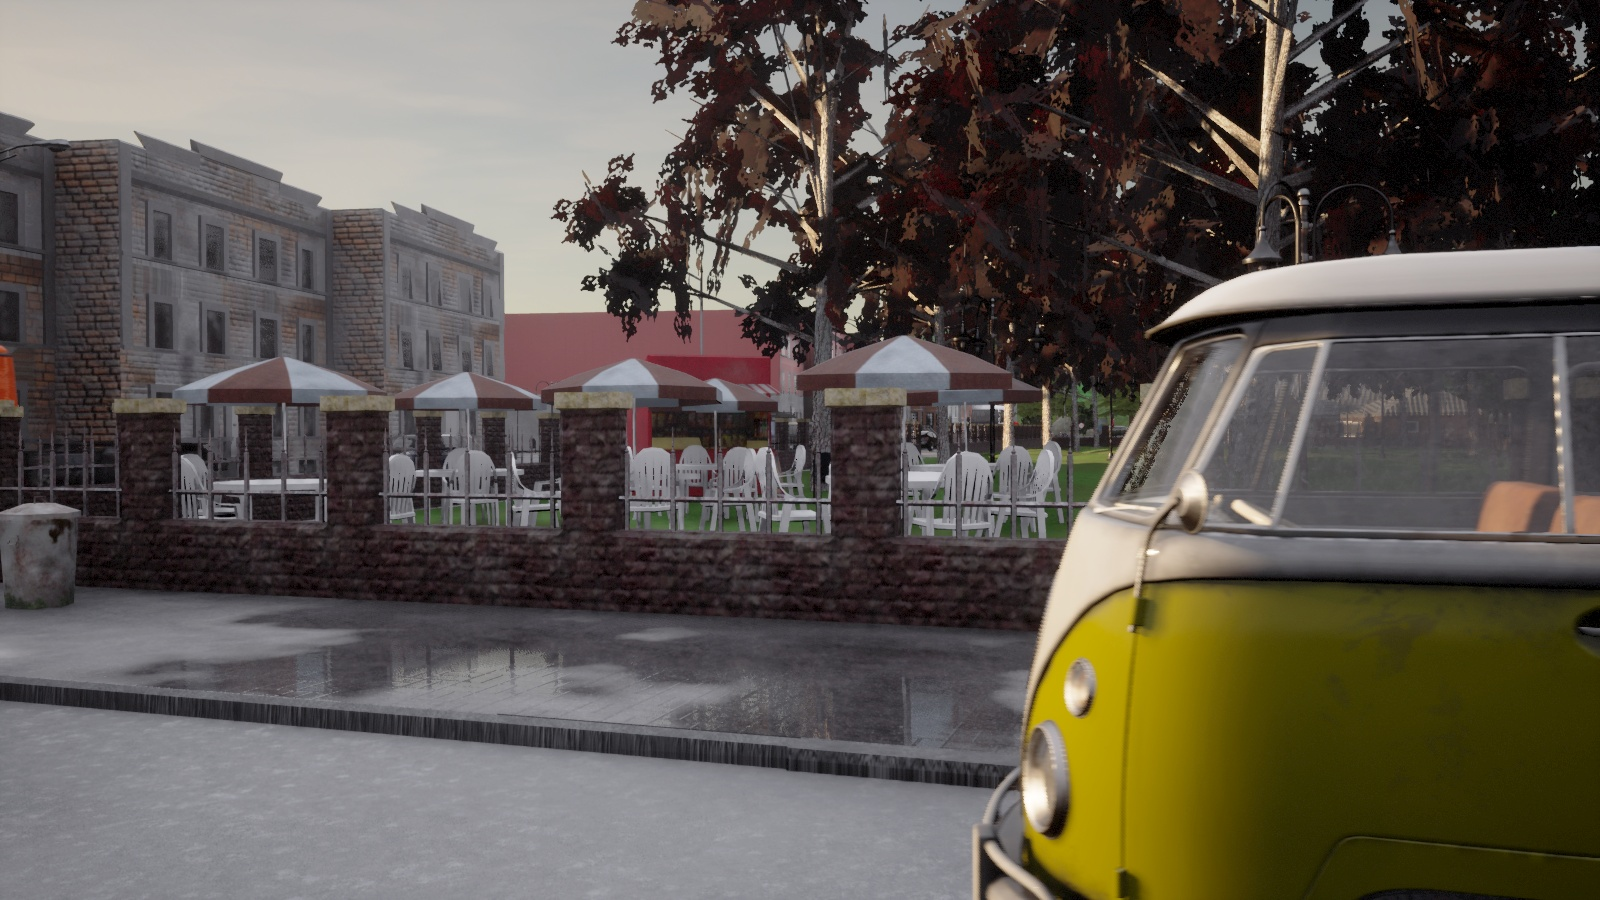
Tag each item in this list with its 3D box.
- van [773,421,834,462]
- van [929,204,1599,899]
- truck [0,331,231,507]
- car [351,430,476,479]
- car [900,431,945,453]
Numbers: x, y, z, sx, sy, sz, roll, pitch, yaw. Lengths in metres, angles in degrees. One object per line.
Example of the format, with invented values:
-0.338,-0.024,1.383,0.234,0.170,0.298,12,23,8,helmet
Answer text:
0.218,-0.453,64.537,1.775,1.987,4.442,1,1,19,van
2.666,0.544,2.820,4.442,1.987,1.775,1,1,19,van
-16.502,-0.655,27.312,2.891,3.462,7.936,1,1,19,truck
-12.242,0.105,40.023,1.970,1.475,3.806,1,1,19,car
8.858,-0.584,90.158,2.163,1.488,4.792,1,1,19,car
